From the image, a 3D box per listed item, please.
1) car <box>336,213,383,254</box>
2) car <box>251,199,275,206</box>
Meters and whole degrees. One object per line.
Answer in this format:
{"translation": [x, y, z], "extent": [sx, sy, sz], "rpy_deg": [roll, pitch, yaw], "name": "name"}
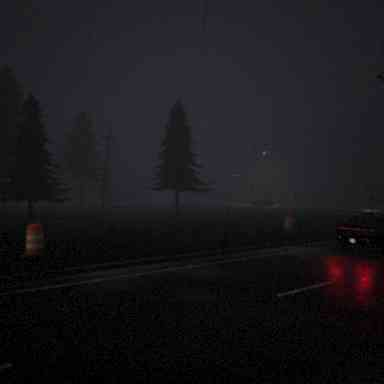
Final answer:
{"translation": [7.987, 1.629, 13.860], "extent": [4.902, 1.511, 2.128], "rpy_deg": [1, 0, -35], "name": "car"}
{"translation": [13.753, 2.059, 64.570], "extent": [1.895, 1.301, 4.718], "rpy_deg": [1, 0, -35], "name": "car"}
